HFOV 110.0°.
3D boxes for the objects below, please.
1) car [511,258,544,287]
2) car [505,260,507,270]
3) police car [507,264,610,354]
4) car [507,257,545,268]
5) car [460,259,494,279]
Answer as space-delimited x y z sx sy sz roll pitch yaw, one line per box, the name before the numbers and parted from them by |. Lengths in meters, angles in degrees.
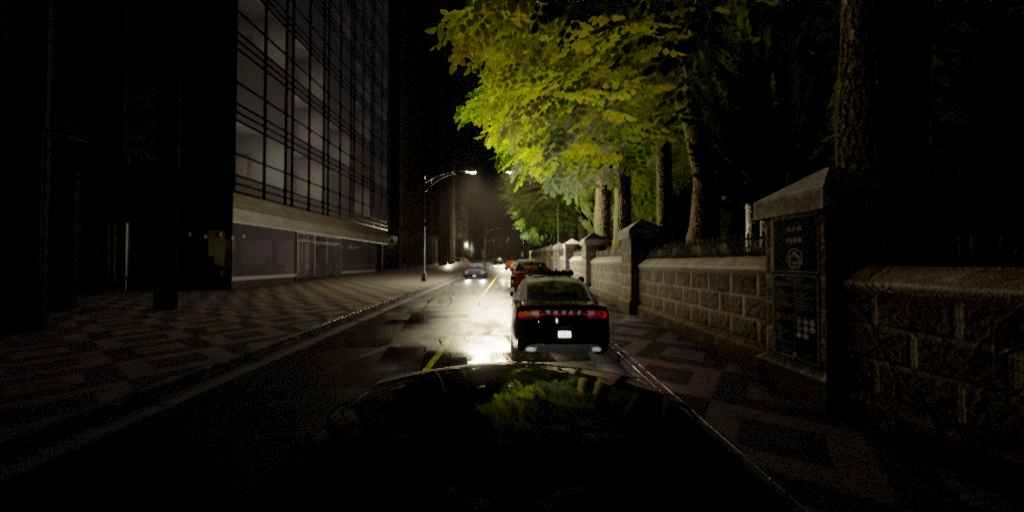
car | 0.980 1.019 24.679 2.097 1.767 4.553 0 0 0
car | 0.208 0.952 47.420 2.097 1.767 4.553 0 0 1
police car | 0.924 1.150 8.816 1.930 1.638 5.238 0 0 0
car | 0.958 1.040 18.678 2.097 1.767 4.553 0 0 0
car | -2.995 1.194 31.232 2.033 1.411 5.357 0 0 0
